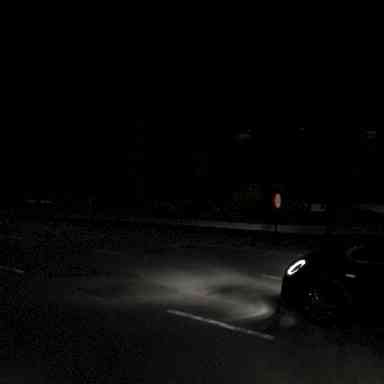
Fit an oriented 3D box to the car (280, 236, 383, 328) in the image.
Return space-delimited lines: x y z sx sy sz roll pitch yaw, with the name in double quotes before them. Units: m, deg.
"car" 3.855 1.351 5.542 4.553 1.767 2.097 0 0 35
